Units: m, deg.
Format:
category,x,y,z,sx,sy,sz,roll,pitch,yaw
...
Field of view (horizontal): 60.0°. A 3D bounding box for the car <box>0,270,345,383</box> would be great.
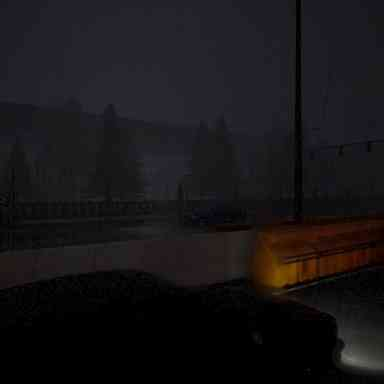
category,x,y,z,sx,sy,sz,roll,pitch,yaw
car,-0.770,1.548,3.197,5.357,1.411,2.033,0,0,-36
